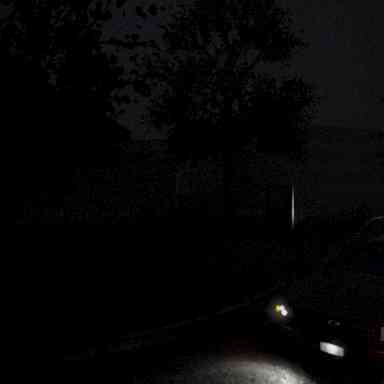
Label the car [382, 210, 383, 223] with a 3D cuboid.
[{"bbox_3d":[12.331,1.430,19.401,2.097,1.767,4.553,0,0,30],"label":"car"}]

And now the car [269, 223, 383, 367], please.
[{"bbox_3d":[3.385,1.553,6.174,2.033,1.411,5.357,0,0,39],"label":"car"}]

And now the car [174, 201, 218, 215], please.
[{"bbox_3d":[0.453,1.715,35.784,4.902,1.511,2.128,0,0,-22],"label":"car"}]
